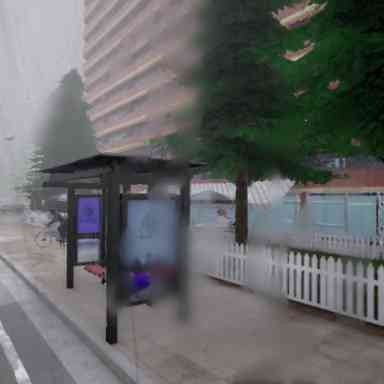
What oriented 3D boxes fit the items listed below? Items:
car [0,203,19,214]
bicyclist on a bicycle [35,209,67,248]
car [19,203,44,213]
[{"bbox_3d":[-24.193,2.222,45.988,2.128,1.511,4.902,0,-1,10],"label":"car"},{"bbox_3d":[-5.819,1.542,14.235,1.656,1.620,0.582,1,-1,-37],"label":"bicyclist on a bicycle"},{"bbox_3d":[-20.740,2.244,45.514,2.128,1.511,4.902,0,-1,9],"label":"car"}]
